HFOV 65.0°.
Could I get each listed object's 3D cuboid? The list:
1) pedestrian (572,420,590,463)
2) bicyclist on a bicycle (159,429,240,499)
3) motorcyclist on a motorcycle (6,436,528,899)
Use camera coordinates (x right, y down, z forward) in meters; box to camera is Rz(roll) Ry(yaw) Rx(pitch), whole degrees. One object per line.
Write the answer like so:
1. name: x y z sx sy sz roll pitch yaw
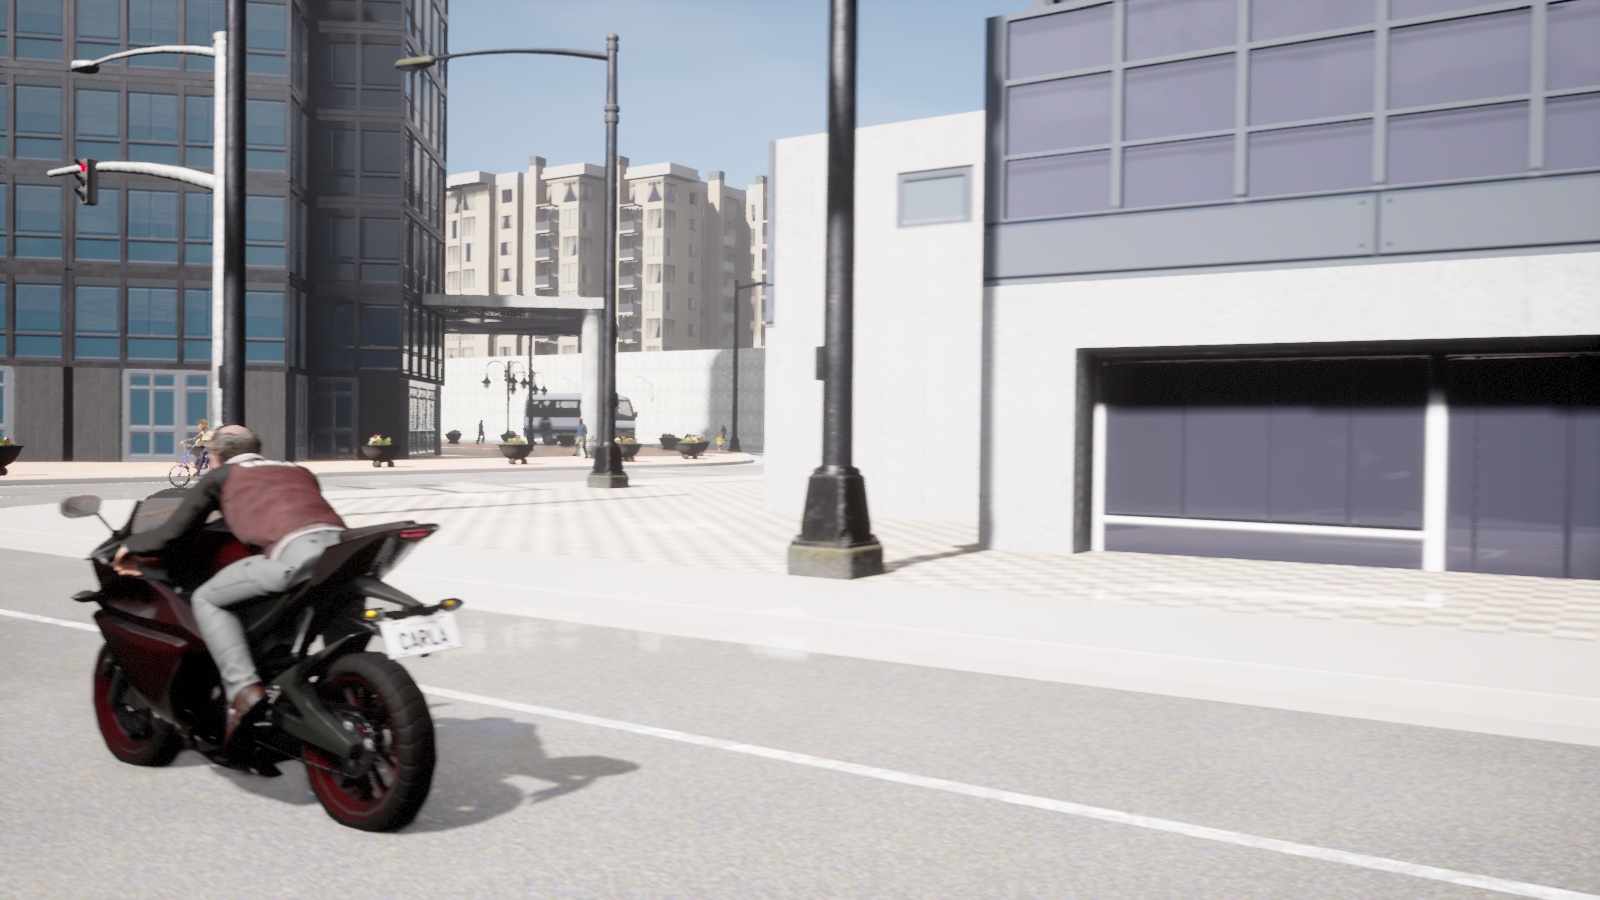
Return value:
1. pedestrian: -9.507 -0.369 54.581 0.370 1.835 0.726 0 1 28
2. bicyclist on a bicycle: -14.288 0.319 29.909 0.866 1.612 1.509 0 1 34
3. motorcyclist on a motorcycle: -2.211 0.717 5.094 2.191 1.530 0.866 0 1 34
